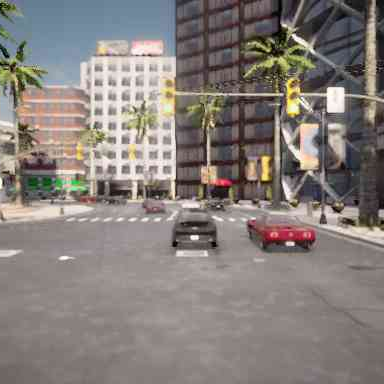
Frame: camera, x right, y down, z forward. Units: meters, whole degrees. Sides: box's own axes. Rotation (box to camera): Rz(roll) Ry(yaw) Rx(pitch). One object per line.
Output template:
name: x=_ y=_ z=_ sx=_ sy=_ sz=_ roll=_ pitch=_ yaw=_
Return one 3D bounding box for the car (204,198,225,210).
car: x=2.724 y=1.519 z=41.483 sx=1.812 sy=1.442 sz=4.674 roll=0 pitch=0 yaw=-9

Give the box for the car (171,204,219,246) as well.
car: x=0.099 y=1.503 z=15.228 sx=1.837 sy=1.490 sz=4.892 roll=0 pitch=0 yaw=0

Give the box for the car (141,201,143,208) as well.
car: x=-5.725 y=1.557 z=45.898 sx=1.994 sy=1.385 sz=4.181 roll=0 pitch=0 yaw=-19

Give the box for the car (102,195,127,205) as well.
car: x=-13.226 y=1.495 z=58.107 sx=1.837 sy=1.490 sz=4.892 roll=0 pitch=0 yaw=-44

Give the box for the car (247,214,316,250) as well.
car: x=3.599 y=1.599 z=14.395 sx=1.895 sy=1.301 sz=4.718 roll=0 pitch=0 yaw=0

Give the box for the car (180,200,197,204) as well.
car: x=-0.374 y=1.595 z=38.923 sx=1.895 sy=1.301 sz=4.718 roll=0 pitch=0 yaw=-6

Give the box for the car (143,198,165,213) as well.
car: x=-3.918 y=1.558 z=36.190 sx=1.994 sy=1.385 sz=4.181 roll=0 pitch=0 yaw=-4

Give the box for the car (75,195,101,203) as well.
car: x=-22.013 y=1.466 z=68.782 sx=5.008 sy=1.535 sz=1.882 roll=0 pitch=0 yaw=25

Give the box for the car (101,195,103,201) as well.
car: x=-19.494 y=1.488 z=71.424 sx=4.892 sy=1.490 sz=1.837 roll=0 pitch=0 yaw=25
